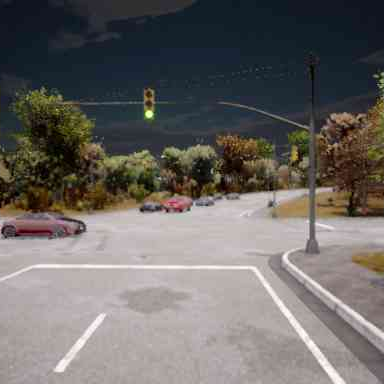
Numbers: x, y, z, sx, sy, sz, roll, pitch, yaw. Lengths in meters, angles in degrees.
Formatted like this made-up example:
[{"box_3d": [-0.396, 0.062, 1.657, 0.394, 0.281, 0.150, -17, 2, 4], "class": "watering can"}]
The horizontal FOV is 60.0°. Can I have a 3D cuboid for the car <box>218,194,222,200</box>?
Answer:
[{"box_3d": [4.898, 1.111, 70.147, 1.837, 1.490, 4.892, 0, 3, 27], "class": "car"}]

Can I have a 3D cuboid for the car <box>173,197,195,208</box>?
[{"box_3d": [-1.302, 1.719, 56.747, 2.128, 1.511, 4.902, 0, 2, 22], "class": "car"}]

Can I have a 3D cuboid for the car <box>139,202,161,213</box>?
[{"box_3d": [-5.324, 1.996, 44.911, 2.033, 1.411, 5.357, 0, 0, 16], "class": "car"}]

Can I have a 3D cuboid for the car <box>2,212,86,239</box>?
[{"box_3d": [-8.004, 1.775, 18.193, 4.181, 1.385, 1.994, 0, -1, 3], "class": "car"}]

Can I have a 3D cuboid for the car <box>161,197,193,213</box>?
[{"box_3d": [-1.810, 1.656, 44.391, 2.150, 2.045, 5.566, 0, 0, 16], "class": "car"}]

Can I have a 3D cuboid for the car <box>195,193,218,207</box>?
[{"box_3d": [2.161, 1.554, 55.977, 2.097, 1.767, 4.553, 0, 2, 22], "class": "car"}]

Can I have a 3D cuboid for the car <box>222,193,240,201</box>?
[{"box_3d": [8.562, 1.030, 69.561, 1.837, 1.490, 4.892, 0, 3, 27], "class": "car"}]
